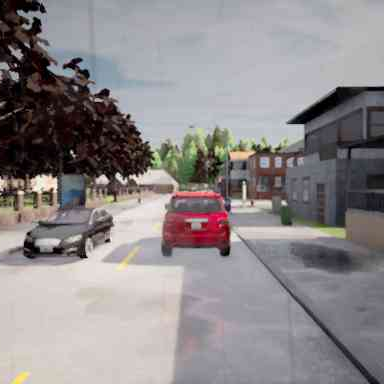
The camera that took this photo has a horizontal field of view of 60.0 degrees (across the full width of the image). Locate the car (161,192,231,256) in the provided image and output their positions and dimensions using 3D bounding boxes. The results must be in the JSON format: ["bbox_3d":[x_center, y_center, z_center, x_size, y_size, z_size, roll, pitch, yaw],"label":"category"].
[{"bbox_3d":[0.132,1.008,12.191,2.150,2.045,5.566,0,1,0],"label":"car"}]

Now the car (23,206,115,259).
[{"bbox_3d":[-4.055,1.284,11.735,2.128,1.511,4.902,0,1,0],"label":"car"}]

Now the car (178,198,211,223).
[{"bbox_3d":[0.167,1.170,22.564,1.994,1.385,4.181,0,1,0],"label":"car"}]
